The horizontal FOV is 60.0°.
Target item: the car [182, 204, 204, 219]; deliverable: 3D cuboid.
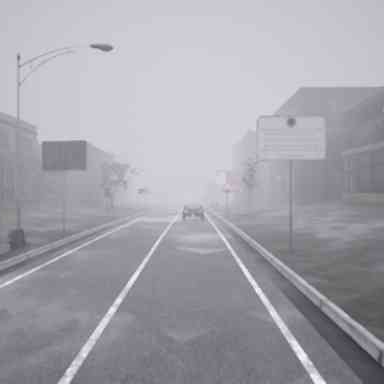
[{"bbox_3d":[0.102,1.725,30.478,1.895,1.301,4.718,0,-1,0],"label":"car"}]
